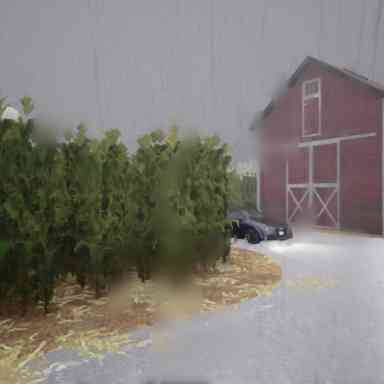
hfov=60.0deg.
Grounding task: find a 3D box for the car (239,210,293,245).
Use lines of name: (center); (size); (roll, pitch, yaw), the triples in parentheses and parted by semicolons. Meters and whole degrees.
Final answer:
car: (2.650, 1.566, 15.737); (1.994, 1.385, 4.181); (0, 0, -35)
